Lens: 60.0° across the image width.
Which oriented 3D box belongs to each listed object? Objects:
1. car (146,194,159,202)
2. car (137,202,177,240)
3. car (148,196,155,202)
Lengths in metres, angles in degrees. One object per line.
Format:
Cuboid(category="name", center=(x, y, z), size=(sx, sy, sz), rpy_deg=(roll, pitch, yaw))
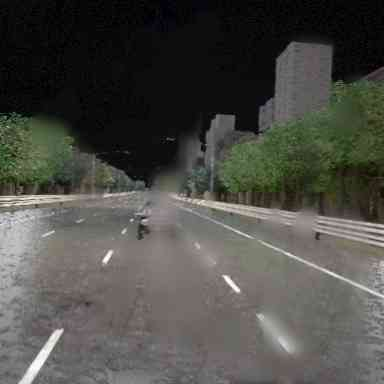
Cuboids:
Cuboid(category="car", center=(-6.720, 1.656, 56.181), size=(1.837, 1.490, 4.892), rpy_deg=(3, -1, -7))
Cuboid(category="car", center=(-1.820, 1.534, 17.351), size=(2.128, 1.511, 4.902), rpy_deg=(3, 0, -7))
Cuboid(category="car", center=(-10.440, 1.844, 85.646), size=(1.895, 1.301, 4.718), rpy_deg=(3, 0, -7))
